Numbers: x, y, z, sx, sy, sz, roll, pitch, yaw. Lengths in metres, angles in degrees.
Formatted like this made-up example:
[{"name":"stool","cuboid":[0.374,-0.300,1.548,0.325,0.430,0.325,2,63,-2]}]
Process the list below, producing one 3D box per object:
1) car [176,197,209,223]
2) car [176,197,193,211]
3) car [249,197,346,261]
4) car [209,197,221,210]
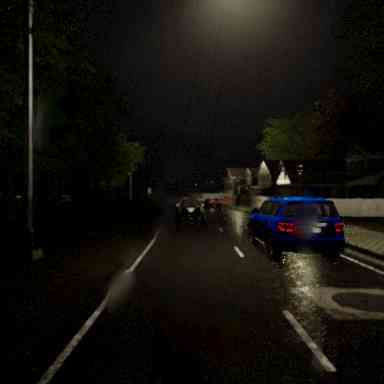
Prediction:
[{"name":"car","cuboid":[-0.144,1.323,25.211,2.097,1.767,4.553,0,0,-2]},{"name":"car","cuboid":[-1.005,1.457,41.423,1.812,1.442,4.674,0,0,-4]},{"name":"car","cuboid":[3.589,1.202,12.348,2.150,2.045,5.566,0,0,0]},{"name":"car","cuboid":[2.489,1.419,41.574,2.128,1.511,4.902,0,0,-4]}]
